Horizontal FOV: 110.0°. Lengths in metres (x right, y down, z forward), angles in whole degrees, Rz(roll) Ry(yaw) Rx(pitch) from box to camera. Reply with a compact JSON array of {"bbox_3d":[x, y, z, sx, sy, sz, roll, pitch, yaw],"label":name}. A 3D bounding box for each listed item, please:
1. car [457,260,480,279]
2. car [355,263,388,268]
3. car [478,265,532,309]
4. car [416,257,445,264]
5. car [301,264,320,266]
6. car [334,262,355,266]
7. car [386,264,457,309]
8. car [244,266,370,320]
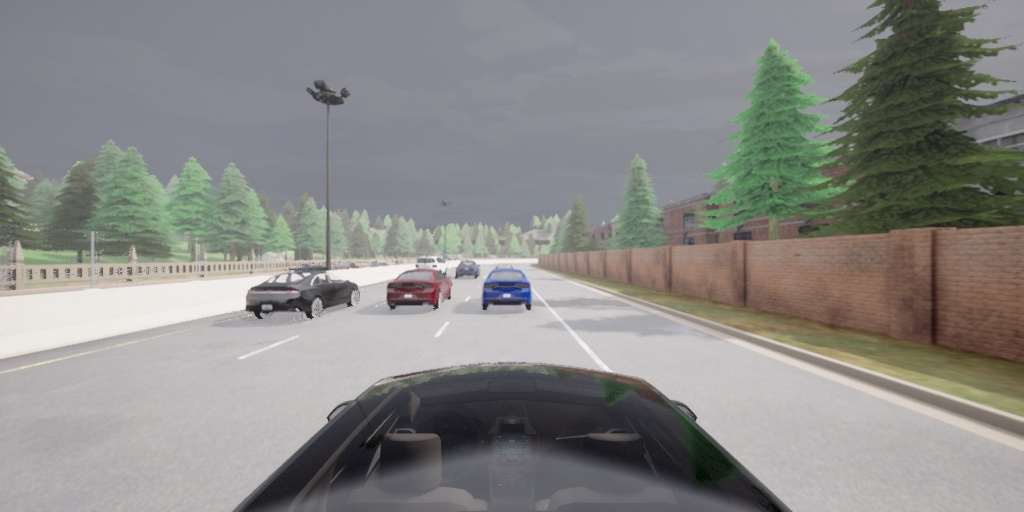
[{"bbox_3d":[-4.223,1.216,34.948,2.097,1.767,4.553,0,0,-1],"label":"car"},{"bbox_3d":[-15.040,1.433,39.814,2.033,1.411,5.357,0,0,-1],"label":"car"},{"bbox_3d":[-0.231,1.272,15.258,1.882,1.535,5.008,0,0,-1],"label":"car"},{"bbox_3d":[-7.705,1.084,34.237,2.150,2.045,5.566,0,0,-1],"label":"car"},{"bbox_3d":[-22.013,1.488,38.689,1.895,1.301,4.718,0,0,-1],"label":"car"},{"bbox_3d":[-18.535,1.414,39.680,1.812,1.442,4.674,0,0,-1],"label":"car"},{"bbox_3d":[-3.730,1.274,15.174,1.882,1.535,5.008,0,0,-1],"label":"car"},{"bbox_3d":[-7.183,1.284,12.868,2.128,1.511,4.902,0,0,-1],"label":"car"}]
